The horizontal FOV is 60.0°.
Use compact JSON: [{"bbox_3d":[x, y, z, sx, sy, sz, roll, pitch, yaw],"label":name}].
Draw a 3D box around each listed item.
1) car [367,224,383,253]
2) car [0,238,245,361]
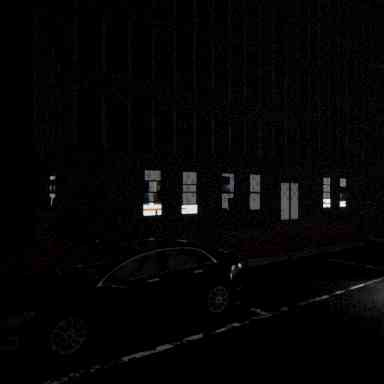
[{"bbox_3d":[8.246,1.581,12.451,4.206,1.307,1.802,0,0,-36],"label":"car"},{"bbox_3d":[-1.019,1.551,5.835,4.403,1.369,2.008,0,0,-36],"label":"car"}]
